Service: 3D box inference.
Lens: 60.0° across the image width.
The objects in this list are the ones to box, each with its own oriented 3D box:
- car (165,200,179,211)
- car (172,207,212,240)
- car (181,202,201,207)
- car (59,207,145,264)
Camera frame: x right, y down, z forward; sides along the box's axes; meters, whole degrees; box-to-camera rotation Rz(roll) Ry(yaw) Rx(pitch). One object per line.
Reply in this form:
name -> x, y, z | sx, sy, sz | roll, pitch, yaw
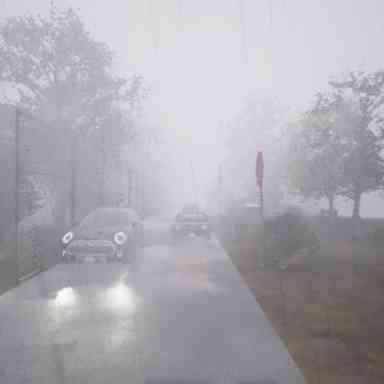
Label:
car -> -3.116, 2.036, 52.218 | 2.097, 1.767, 4.553 | 0, -2, 0
car -> -0.025, 1.677, 17.457 | 1.895, 1.301, 4.718 | 0, 0, 0
car -> -0.135, 1.819, 35.502 | 1.837, 1.490, 4.892 | 0, -1, 0
car -> -2.944, 1.378, 11.820 | 2.097, 1.767, 4.553 | 1, 0, -1
